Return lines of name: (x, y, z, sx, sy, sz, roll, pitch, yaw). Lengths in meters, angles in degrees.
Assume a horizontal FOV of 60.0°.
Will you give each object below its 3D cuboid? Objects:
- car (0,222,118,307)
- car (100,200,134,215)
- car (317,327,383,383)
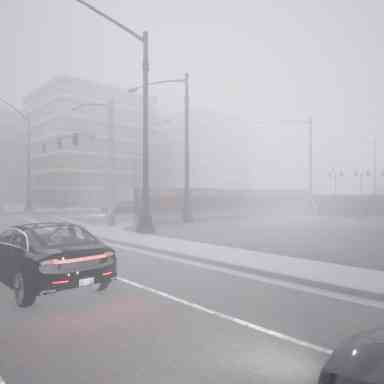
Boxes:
car: (-3.666, 1.492, 8.089, 2.128, 1.511, 4.902, 0, 0, -43)
car: (-7.217, 1.564, 34.087, 4.181, 1.385, 1.994, 0, 0, -44)
car: (3.157, 1.505, 1.611, 4.892, 1.490, 1.837, 0, 0, 38)
